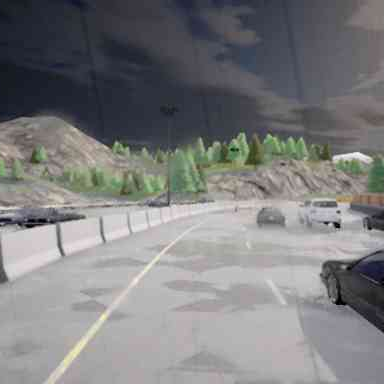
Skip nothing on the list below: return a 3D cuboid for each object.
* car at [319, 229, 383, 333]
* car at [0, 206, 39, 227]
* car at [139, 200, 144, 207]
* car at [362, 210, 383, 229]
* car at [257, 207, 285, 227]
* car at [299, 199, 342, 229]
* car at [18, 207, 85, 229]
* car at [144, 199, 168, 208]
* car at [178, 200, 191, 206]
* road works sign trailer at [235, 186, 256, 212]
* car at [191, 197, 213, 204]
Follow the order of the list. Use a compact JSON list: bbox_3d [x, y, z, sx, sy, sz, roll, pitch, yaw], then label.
[{"bbox_3d":[3.747,1.617,5.216,2.033,1.411,5.357,0,-1,2],"label":"car"},{"bbox_3d":[-12.119,1.754,24.616,2.033,1.411,5.357,0,-1,9],"label":"car"},{"bbox_3d":[-8.491,2.130,64.312,2.128,1.511,4.902,0,-1,22],"label":"car"},{"bbox_3d":[12.154,1.803,20.132,2.033,1.411,5.357,0,-1,8],"label":"car"},{"bbox_3d":[6.011,1.852,25.601,1.994,1.385,4.181,0,-1,10],"label":"car"},{"bbox_3d":[9.347,1.512,24.594,2.150,2.045,5.566,0,-1,10],"label":"car"},{"bbox_3d":[-8.956,1.793,22.001,1.895,1.301,4.718,0,-1,8],"label":"car"},{"bbox_3d":[-6.107,2.150,60.850,2.033,1.411,5.357,0,-1,21],"label":"car"},{"bbox_3d":[-1.015,2.183,64.155,1.812,1.442,4.674,0,-1,23],"label":"car"},{"bbox_3d":[7.389,0.975,46.771,2.380,3.560,2.880,0,-1,20],"label":"road works sign trailer"},{"bbox_3d":[2.329,1.884,63.090,2.150,2.045,5.566,0,-1,23],"label":"car"}]
